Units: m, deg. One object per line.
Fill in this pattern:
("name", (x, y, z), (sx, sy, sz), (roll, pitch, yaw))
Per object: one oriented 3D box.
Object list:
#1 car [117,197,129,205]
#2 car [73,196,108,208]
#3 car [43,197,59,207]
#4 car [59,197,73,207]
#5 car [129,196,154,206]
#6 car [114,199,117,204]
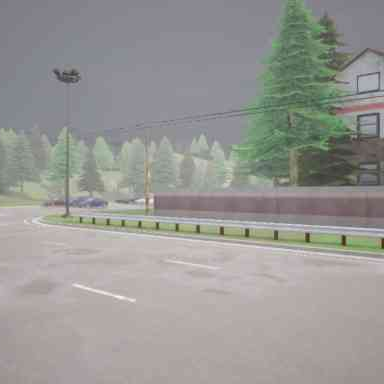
("car", (-10.354, 1.478, 58.880), (1.882, 1.535, 5.008), (0, 0, 36))
("car", (-14.136, 1.526, 47.682), (1.812, 1.442, 4.674), (0, 0, 36))
("car", (-20.367, 1.526, 51.008), (1.812, 1.442, 4.674), (0, 0, 36))
("car", (-16.895, 1.352, 49.835), (2.097, 1.767, 4.553), (0, 0, 36))
("car", (-7.880, 1.526, 56.352), (1.812, 1.442, 4.674), (0, 0, 36))
("car", (-12.199, 1.601, 62.276), (1.895, 1.301, 4.718), (0, 0, 36))
